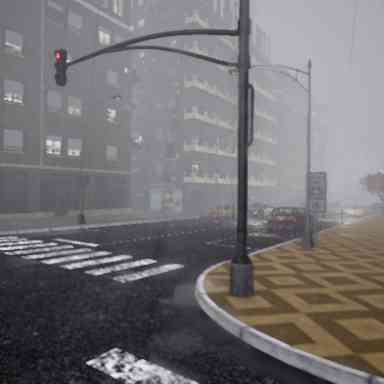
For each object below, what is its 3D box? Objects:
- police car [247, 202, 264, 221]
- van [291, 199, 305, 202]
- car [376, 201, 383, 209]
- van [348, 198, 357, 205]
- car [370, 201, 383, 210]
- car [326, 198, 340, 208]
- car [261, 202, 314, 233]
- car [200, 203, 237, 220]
[{"bbox_3d":[5.982,1.727,30.251,2.038,1.542,4.974,1,0,35],"label":"police car"},{"bbox_3d":[15.588,1.850,48.645,1.690,1.788,3.998,0,-1,35],"label":"van"},{"bbox_3d":[38.589,2.591,67.026,2.008,1.369,4.403,0,-1,35],"label":"car"},{"bbox_3d":[41.454,2.550,85.707,1.690,1.788,3.998,0,-1,35],"label":"van"},{"bbox_3d":[32.114,2.431,57.768,1.947,1.339,4.313,0,-1,35],"label":"car"},{"bbox_3d":[28.539,2.173,67.164,2.192,1.841,5.009,0,-1,35],"label":"car"},{"bbox_3d":[6.212,1.606,20.733,1.967,1.590,4.097,0,-1,35],"label":"car"},{"bbox_3d":[2.538,1.682,29.985,1.752,1.417,4.829,0,-1,35],"label":"car"}]
